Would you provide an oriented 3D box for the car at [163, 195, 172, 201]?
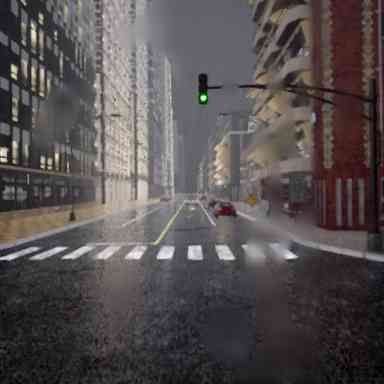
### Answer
[{"bbox_3d":[-5.789,1.374,80.172,1.887,1.381,4.507,-1,0,0],"label":"car"}]

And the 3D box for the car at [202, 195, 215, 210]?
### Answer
[{"bbox_3d":[2.635,1.384,40.641,2.008,1.369,4.403,-1,0,0],"label":"car"}]

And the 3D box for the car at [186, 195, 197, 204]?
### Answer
[{"bbox_3d":[-0.077,1.289,60.321,1.882,1.535,5.008,-1,0,0],"label":"car"}]

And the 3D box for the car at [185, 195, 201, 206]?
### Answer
[{"bbox_3d":[-0.065,1.438,50.350,1.895,1.301,4.718,-1,0,0],"label":"car"}]

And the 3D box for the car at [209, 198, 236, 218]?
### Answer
[{"bbox_3d":[2.700,1.451,27.724,1.802,1.307,4.206,-1,0,0],"label":"car"}]

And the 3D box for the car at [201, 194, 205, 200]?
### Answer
[{"bbox_3d":[2.630,1.369,46.289,2.008,1.369,4.403,-1,0,0],"label":"car"}]

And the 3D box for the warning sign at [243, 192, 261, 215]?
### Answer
[{"bbox_3d":[5.019,0.958,27.840,1.300,1.860,1.060,-1,0,0],"label":"warning sign"}]

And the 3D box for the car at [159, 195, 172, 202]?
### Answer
[{"bbox_3d":[-5.776,1.406,68.874,2.008,1.369,4.403,-1,0,0],"label":"car"}]

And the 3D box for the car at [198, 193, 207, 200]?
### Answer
[{"bbox_3d":[2.590,1.175,80.180,1.967,1.590,4.097,-1,0,0],"label":"car"}]
